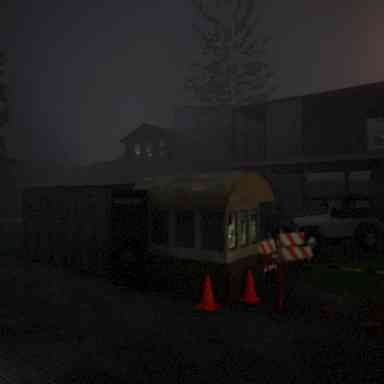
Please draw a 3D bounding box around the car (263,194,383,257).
[{"bbox_3d":[4.502,1.011,11.256,3.866,1.878,1.905,0,0,-19],"label":"car"}]
